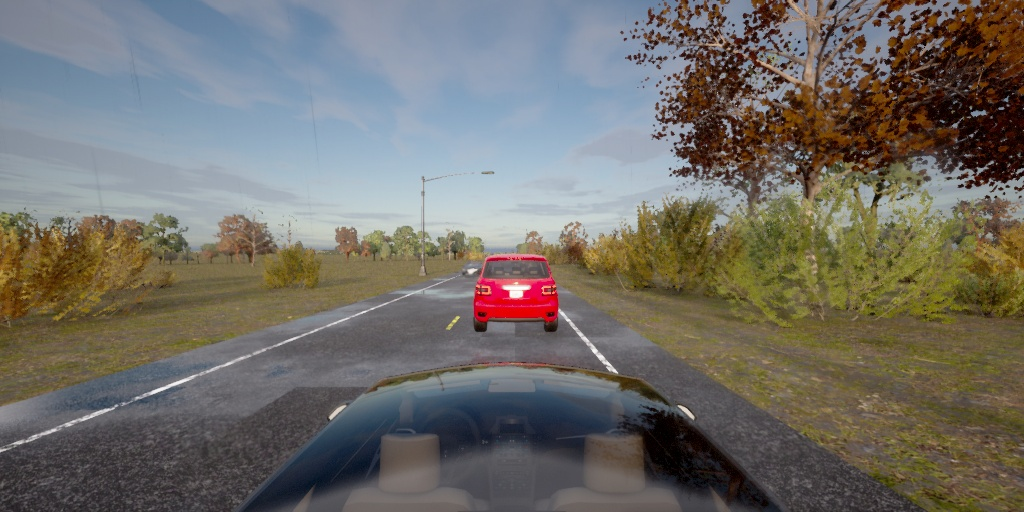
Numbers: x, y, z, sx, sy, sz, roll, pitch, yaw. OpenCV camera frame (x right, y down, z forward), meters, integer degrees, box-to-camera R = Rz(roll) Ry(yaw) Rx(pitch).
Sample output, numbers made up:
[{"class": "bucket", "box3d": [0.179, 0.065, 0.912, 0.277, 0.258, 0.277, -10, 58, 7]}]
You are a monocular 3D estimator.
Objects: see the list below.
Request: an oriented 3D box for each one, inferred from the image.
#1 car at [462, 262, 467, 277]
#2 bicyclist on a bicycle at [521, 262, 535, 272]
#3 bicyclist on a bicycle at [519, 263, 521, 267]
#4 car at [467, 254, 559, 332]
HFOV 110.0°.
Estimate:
[{"class": "car", "box3d": [-3.702, 1.231, 34.608, 2.128, 1.511, 4.902, 0, 0, 0]}, {"class": "bicyclist on a bicycle", "box3d": [0.940, 1.114, 18.679, 0.659, 1.776, 1.843, 0, 0, 0]}, {"class": "bicyclist on a bicycle", "box3d": [0.898, 1.111, 28.692, 0.659, 1.776, 1.843, 0, 0, 0]}, {"class": "car", "box3d": [0.090, 0.968, 10.973, 2.150, 2.045, 5.566, 0, 0, 0]}]
